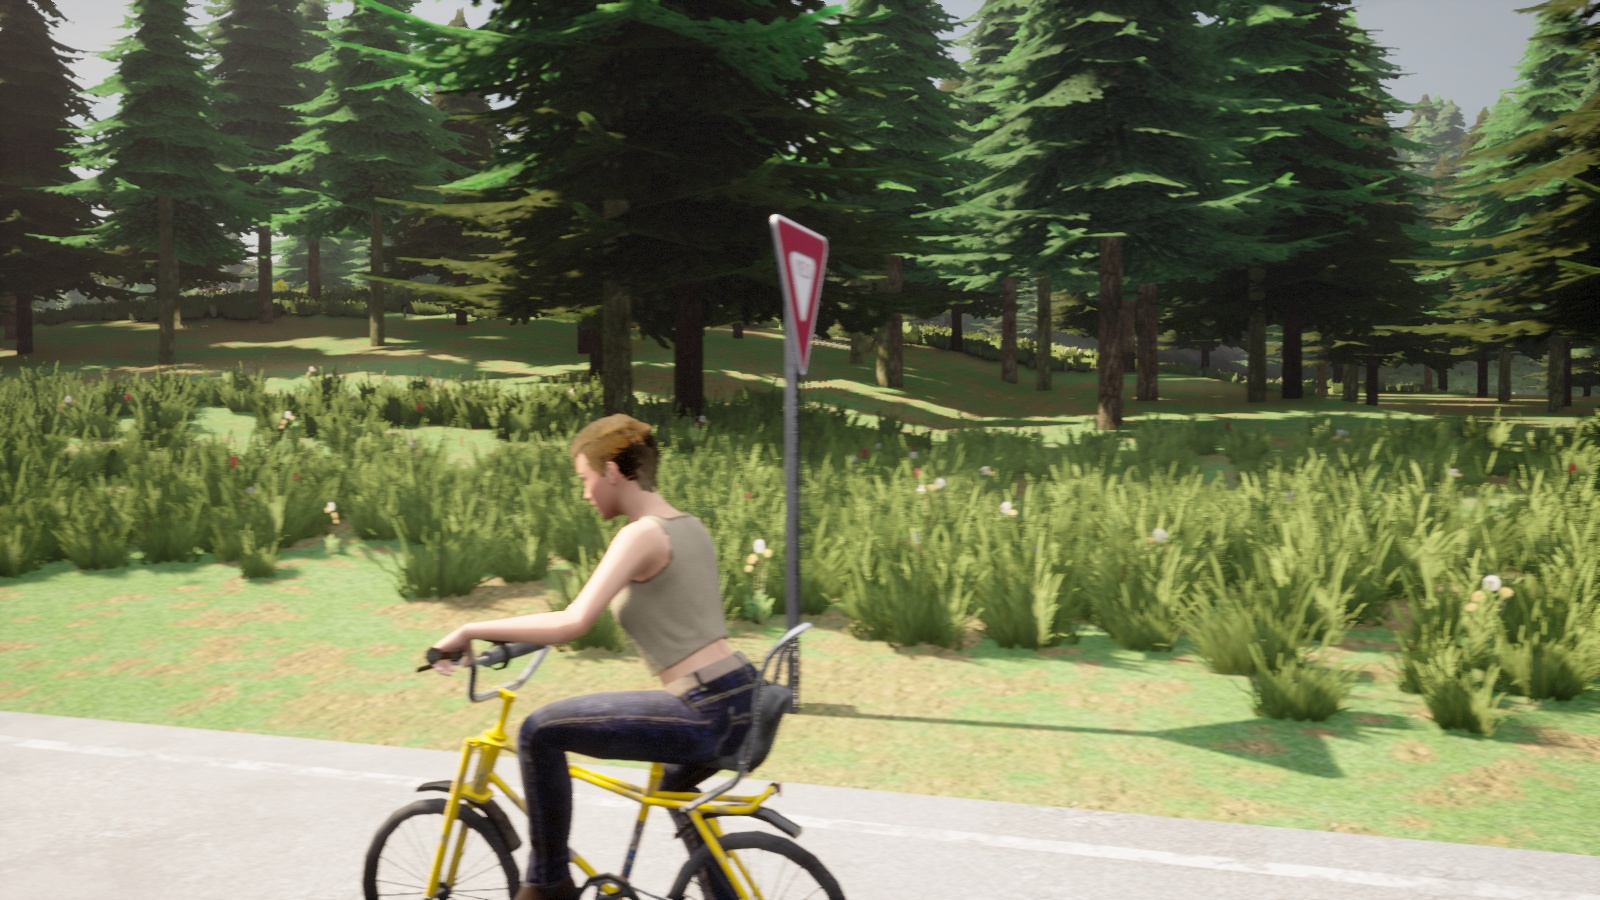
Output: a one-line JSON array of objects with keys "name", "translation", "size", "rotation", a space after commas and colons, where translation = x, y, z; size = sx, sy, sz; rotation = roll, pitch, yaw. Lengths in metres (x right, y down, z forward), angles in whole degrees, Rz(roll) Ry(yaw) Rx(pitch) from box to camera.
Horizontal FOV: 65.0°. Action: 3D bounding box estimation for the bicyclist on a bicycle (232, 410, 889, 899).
[{"name": "bicyclist on a bicycle", "translation": [-0.604, 0.706, 3.402], "size": [1.509, 1.612, 0.866], "rotation": [1, 1, 18]}]
